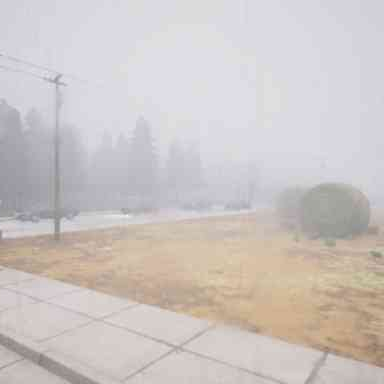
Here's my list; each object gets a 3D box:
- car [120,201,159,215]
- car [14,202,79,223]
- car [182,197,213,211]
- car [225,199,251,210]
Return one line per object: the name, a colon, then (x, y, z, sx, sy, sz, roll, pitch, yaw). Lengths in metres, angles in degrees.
car: (-5.261, 1.590, 33.878, 1.994, 1.385, 4.181, 0, 0, 37)
car: (-11.183, 1.517, 25.891, 2.128, 1.511, 4.902, 0, 0, 37)
car: (0.687, 1.378, 41.930, 2.097, 1.767, 4.553, 0, 0, 35)
car: (5.985, 1.590, 42.842, 1.994, 1.385, 4.181, 0, 0, 37)
